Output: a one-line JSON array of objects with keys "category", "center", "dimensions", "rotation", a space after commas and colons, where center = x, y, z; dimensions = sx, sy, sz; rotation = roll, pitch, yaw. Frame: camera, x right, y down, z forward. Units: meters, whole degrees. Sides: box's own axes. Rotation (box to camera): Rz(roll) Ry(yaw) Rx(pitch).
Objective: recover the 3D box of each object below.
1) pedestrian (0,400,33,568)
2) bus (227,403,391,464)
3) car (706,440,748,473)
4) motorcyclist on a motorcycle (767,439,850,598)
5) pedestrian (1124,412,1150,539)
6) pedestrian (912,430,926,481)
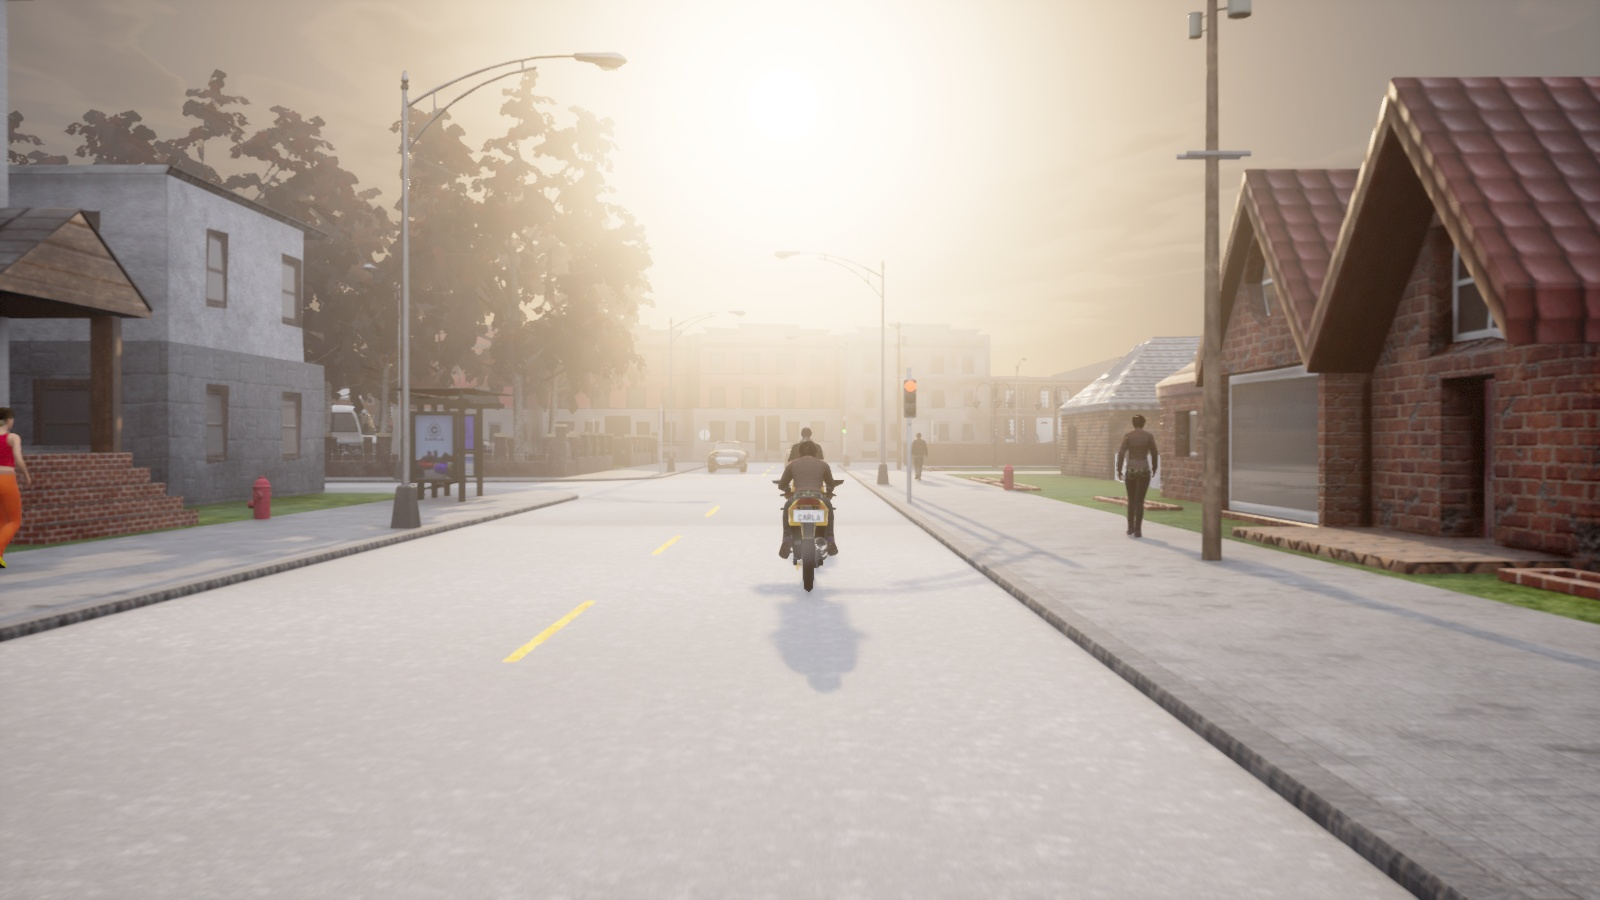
[{"category": "pedestrian", "center": [-8.910, 0.369, 13.982], "dimensions": [0.345, 1.836, 0.594], "rotation": [0, 0, 6]}, {"category": "bus", "center": [-35.231, -1.174, 90.481], "dimensions": [10.273, 4.253, 3.944], "rotation": [0, 0, 1]}, {"category": "car", "center": [-3.708, 0.306, 64.525], "dimensions": [2.033, 1.649, 4.856], "rotation": [0, 0, -1]}, {"category": "motorcyclist on a motorcycle", "center": [0.085, 0.654, 13.109], "dimensions": [0.797, 1.523, 2.044], "rotation": [0, 0, 0]}, {"category": "pedestrian", "center": [4.914, 0.356, 18.331], "dimensions": [0.328, 1.805, 0.869], "rotation": [0, 0, 14]}, {"category": "pedestrian", "center": [4.338, 0.194, 45.760], "dimensions": [0.431, 1.840, 0.703], "rotation": [0, 0, 0]}]
